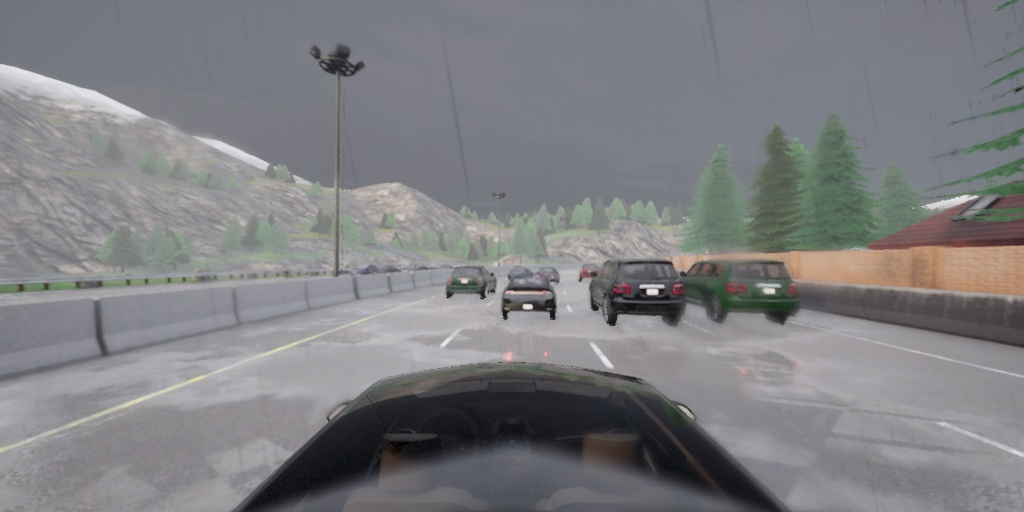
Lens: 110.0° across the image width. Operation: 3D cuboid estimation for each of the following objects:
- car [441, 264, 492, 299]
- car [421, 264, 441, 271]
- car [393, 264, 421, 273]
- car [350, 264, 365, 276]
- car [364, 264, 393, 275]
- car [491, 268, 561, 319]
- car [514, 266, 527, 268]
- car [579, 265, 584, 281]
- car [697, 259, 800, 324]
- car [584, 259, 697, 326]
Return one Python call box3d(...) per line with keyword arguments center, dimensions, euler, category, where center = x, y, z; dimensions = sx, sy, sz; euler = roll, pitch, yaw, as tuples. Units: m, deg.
box3d(center=(-2.142, 1.325, 20.090), dimensions=(2.097, 1.767, 4.553), euler=(0, -1, 7), category="car")
box3d(center=(-8.519, 1.733, 43.346), dimensions=(2.128, 1.511, 4.902), euler=(0, -1, 15), category="car")
box3d(center=(-11.959, 1.728, 43.990), dimensions=(2.128, 1.511, 4.902), euler=(0, -1, 15), category="car")
box3d(center=(-18.677, 1.763, 45.976), dimensions=(1.812, 1.442, 4.674), euler=(0, -1, 15), category="car")
box3d(center=(-15.576, 1.787, 43.967), dimensions=(1.994, 1.385, 4.181), euler=(0, -1, 15), category="car")
box3d(center=(0.687, 1.392, 13.532), dimensions=(2.128, 1.511, 4.902), euler=(0, -1, 5), category="car")
box3d(center=(0.894, 1.759, 36.966), dimensions=(1.994, 1.385, 4.181), euler=(0, -1, 13), category="car")
box3d(center=(7.948, 1.564, 36.334), dimensions=(2.097, 1.767, 4.553), euler=(0, -1, 14), category="car")
box3d(center=(7.636, 1.140, 12.998), dimensions=(2.150, 2.045, 5.566), euler=(0, -1, 5), category="car")
box3d(center=(4.087, 1.122, 12.579), dimensions=(2.150, 2.045, 5.566), euler=(0, -1, 4), category="car")
